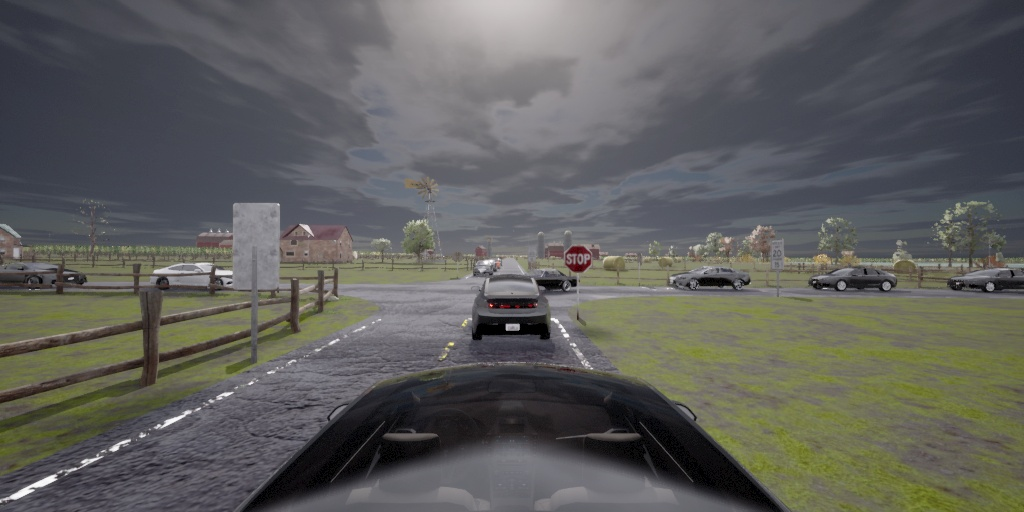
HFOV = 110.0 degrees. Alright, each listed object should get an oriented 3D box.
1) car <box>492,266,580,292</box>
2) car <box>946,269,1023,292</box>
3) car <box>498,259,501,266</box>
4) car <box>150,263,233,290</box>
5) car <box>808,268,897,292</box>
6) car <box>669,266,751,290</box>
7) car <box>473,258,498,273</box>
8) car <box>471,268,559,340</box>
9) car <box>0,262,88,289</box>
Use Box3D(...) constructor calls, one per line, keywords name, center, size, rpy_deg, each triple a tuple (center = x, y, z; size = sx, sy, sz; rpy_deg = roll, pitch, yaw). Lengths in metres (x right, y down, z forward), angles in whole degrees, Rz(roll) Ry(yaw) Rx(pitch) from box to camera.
Box3D(name="car", center=(1.482, 1.369, 20.029), size=(4.718, 1.301, 1.895), rpy_deg=(1, 0, -35))
Box3D(name="car", center=(31.682, 1.587, 23.579), size=(4.892, 1.490, 1.837), rpy_deg=(1, -1, -1))
Box3D(name="car", center=(-2.901, 1.241, 46.242), size=(2.128, 1.511, 4.902), rpy_deg=(0, 0, 0))
Box3D(name="car", center=(-17.261, 1.104, 19.921), size=(4.674, 1.442, 1.812), rpy_deg=(1, -1, -1))
Box3D(name="car", center=(22.179, 1.499, 23.449), size=(4.892, 1.490, 1.837), rpy_deg=(1, -1, -1))
Box3D(name="car", center=(12.778, 1.396, 23.269), size=(4.902, 1.511, 2.128), rpy_deg=(1, -1, -2))
Box3D(name="car", center=(-2.897, 1.243, 36.901), size=(2.128, 1.511, 4.902), rpy_deg=(0, 0, 0))
Box3D(name="car", center=(-0.082, 1.256, 9.981), size=(1.837, 1.490, 4.892), rpy_deg=(0, 0, -2))
Box3D(name="car", center=(-26.381, 1.048, 19.790), size=(4.181, 1.385, 1.994), rpy_deg=(1, -1, -1))
